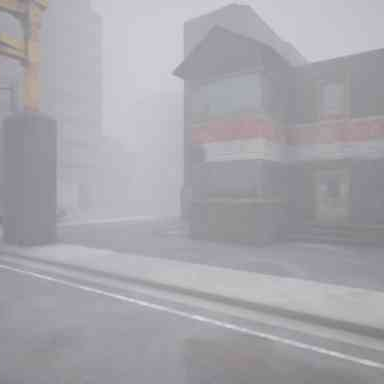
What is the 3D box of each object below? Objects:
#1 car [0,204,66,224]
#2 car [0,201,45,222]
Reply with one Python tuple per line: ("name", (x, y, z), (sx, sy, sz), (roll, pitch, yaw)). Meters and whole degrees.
("car", (-11.434, 1.501, 24.011), (2.038, 1.542, 4.974), (0, 0, 15))
("car", (-14.631, 1.507, 26.691), (4.974, 1.542, 2.038), (0, 0, -30))
